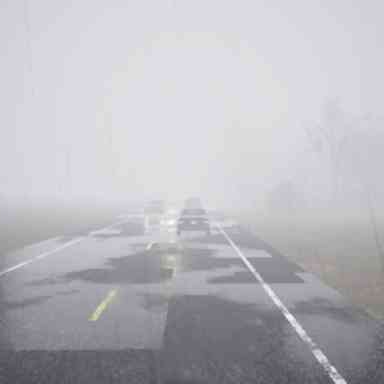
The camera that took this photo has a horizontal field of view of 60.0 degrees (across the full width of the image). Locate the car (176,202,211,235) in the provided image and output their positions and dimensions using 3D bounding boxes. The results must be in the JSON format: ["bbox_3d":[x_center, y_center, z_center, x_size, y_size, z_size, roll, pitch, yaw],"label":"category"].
[{"bbox_3d":[0.091,1.534,18.732,2.033,1.411,5.357,0,0,0],"label":"car"}]

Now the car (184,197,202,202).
[{"bbox_3d":[0.097,1.323,39.802,2.097,1.767,4.553,0,0,0],"label":"car"}]

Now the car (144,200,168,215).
[{"bbox_3d":[-3.591,1.501,33.513,1.812,1.442,4.674,0,0,0],"label":"car"}]
